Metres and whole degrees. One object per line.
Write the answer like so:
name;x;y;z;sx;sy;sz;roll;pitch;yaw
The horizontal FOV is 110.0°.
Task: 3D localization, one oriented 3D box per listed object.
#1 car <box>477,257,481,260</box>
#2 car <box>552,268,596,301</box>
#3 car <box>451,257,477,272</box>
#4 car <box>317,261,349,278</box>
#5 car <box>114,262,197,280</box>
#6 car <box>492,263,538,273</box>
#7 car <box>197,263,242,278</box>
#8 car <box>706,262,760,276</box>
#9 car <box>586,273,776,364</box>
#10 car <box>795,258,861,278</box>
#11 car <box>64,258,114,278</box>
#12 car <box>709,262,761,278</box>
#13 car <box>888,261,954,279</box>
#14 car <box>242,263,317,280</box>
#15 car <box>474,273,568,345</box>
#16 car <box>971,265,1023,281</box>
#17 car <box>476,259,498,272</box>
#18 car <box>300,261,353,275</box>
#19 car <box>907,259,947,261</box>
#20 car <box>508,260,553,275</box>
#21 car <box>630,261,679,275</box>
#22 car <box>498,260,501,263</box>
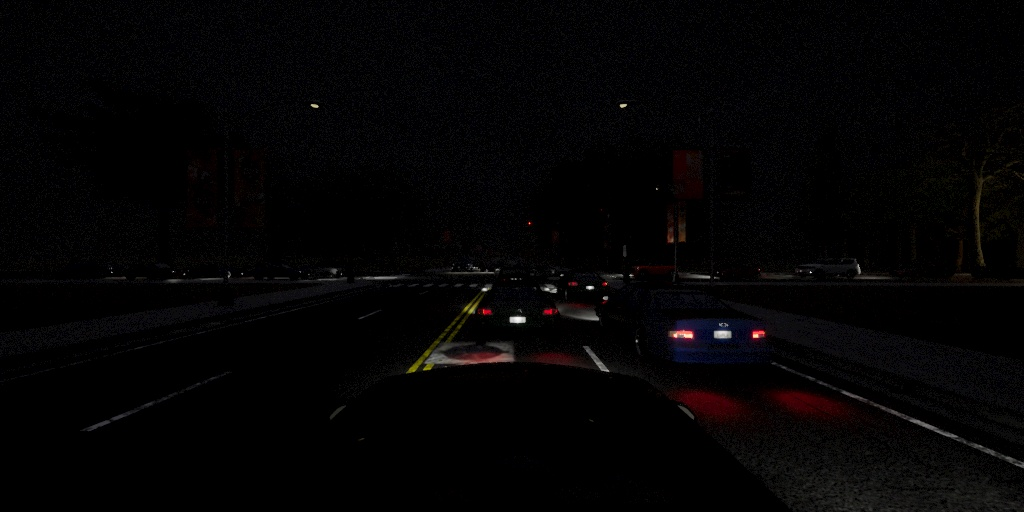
car;-6.544;1.204;63.700;2.150;2.045;5.566;0;0;0
car;3.356;1.340;17.475;1.994;1.385;4.181;0;0;0
car;-6.687;1.115;48.956;2.150;2.045;5.566;0;0;3
car;-18.078;1.365;33.321;4.718;1.301;1.895;0;0;-1
car;-29.714;1.243;29.961;4.674;1.442;1.812;0;0;-1
car;0.098;1.283;18.486;1.837;1.490;4.892;0;0;0
car;-27.219;1.332;33.235;4.718;1.301;1.895;0;0;-1
car;24.802;1.475;40.325;4.892;1.490;1.837;0;0;-1
car;3.353;1.303;8.231;2.033;1.411;5.357;0;0;0
car;32.674;1.230;37.135;5.566;2.045;2.150;0;0;0
car;-38.171;1.049;33.138;4.553;1.767;2.097;0;0;0
car;23.232;1.521;37.078;4.181;1.385;1.994;0;0;-2
car;42.657;1.568;37.185;4.902;1.511;2.128;0;0;0
car;-19.390;1.280;30.067;4.674;1.442;1.812;0;0;-2
car;0.106;1.320;9.580;1.994;1.385;4.181;0;0;0
car;46.492;1.591;33.794;4.902;1.511;2.128;0;0;0
car;-3.296;1.443;48.923;2.033;1.411;5.357;0;0;-1
car;-20.585;1.270;39.950;4.892;1.490;1.837;0;0;0
car;45.924;1.328;40.434;5.566;2.045;2.150;0;0;0
car;2.076;1.329;36.235;4.902;1.511;2.128;0;0;40
car;14.598;1.265;36.984;4.553;1.767;2.097;0;0;-1
car;-3.300;1.574;62.409;1.895;1.301;4.718;0;0;0
